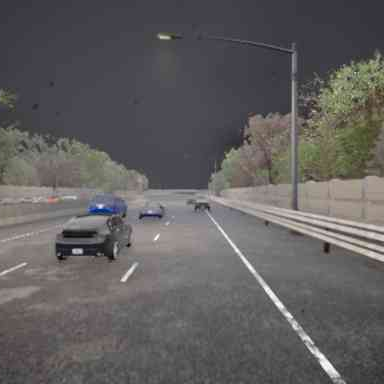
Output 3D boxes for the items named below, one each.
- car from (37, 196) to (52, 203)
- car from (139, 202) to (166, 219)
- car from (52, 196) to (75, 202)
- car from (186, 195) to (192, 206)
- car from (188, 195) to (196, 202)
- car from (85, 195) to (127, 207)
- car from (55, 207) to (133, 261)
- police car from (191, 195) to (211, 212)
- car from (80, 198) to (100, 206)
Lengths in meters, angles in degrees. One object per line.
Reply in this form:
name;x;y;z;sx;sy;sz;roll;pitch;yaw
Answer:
car;-24.551;1.453;56.841;2.097;1.767;4.553;0;0;0
car;-3.409;1.597;29.204;1.994;1.385;4.181;0;0;0
car;-21.057;1.646;56.059;2.033;1.411;5.357;0;0;1
car;-0.023;1.611;59.185;1.837;1.490;4.892;0;0;0
car;-0.029;1.513;75.311;1.837;1.490;4.892;0;0;0
car;-6.916;1.253;27.834;2.150;2.045;5.566;0;0;0
car;-3.406;1.518;12.305;1.837;1.490;4.892;0;0;0
police car;1.209;1.484;40.528;1.930;1.638;5.238;0;0;0
car;-17.556;1.703;57.297;1.895;1.301;4.718;0;0;1
